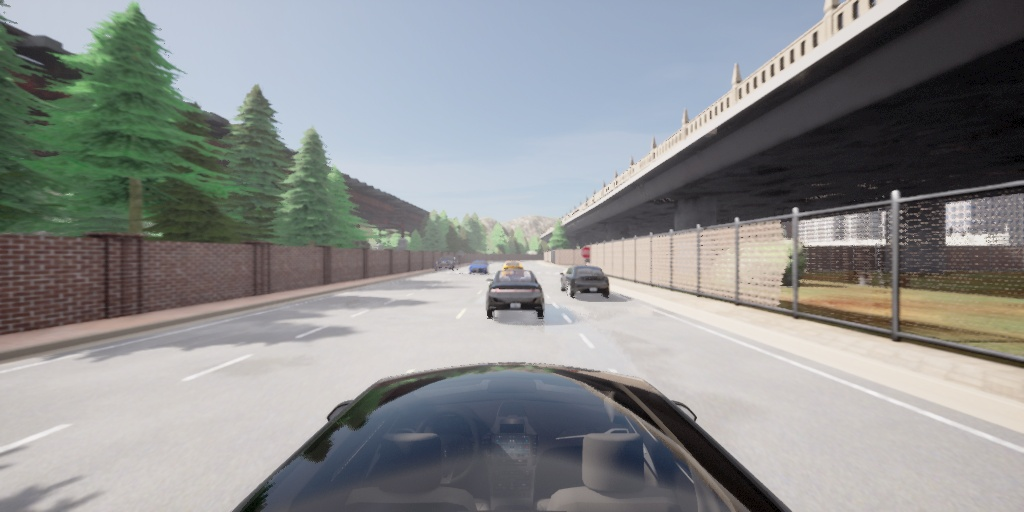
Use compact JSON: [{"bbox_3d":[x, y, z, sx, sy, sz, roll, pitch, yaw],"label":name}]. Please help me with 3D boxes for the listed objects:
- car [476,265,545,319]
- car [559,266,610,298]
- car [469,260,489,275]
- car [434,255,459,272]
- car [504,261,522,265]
[{"bbox_3d":[0.101,1.230,12.840,2.128,1.511,4.902,0,0,0],"label":"car"},{"bbox_3d":[3.599,1.239,18.250,1.837,1.490,4.892,0,0,0],"label":"car"},{"bbox_3d":[-3.504,1.209,38.776,1.882,1.535,5.008,0,0,0],"label":"car"},{"bbox_3d":[-7.004,0.719,38.805,2.097,1.767,4.553,0,0,0],"label":"car"},{"bbox_3d":[0.089,1.197,31.658,1.882,1.535,5.008,0,0,0],"label":"car"}]
